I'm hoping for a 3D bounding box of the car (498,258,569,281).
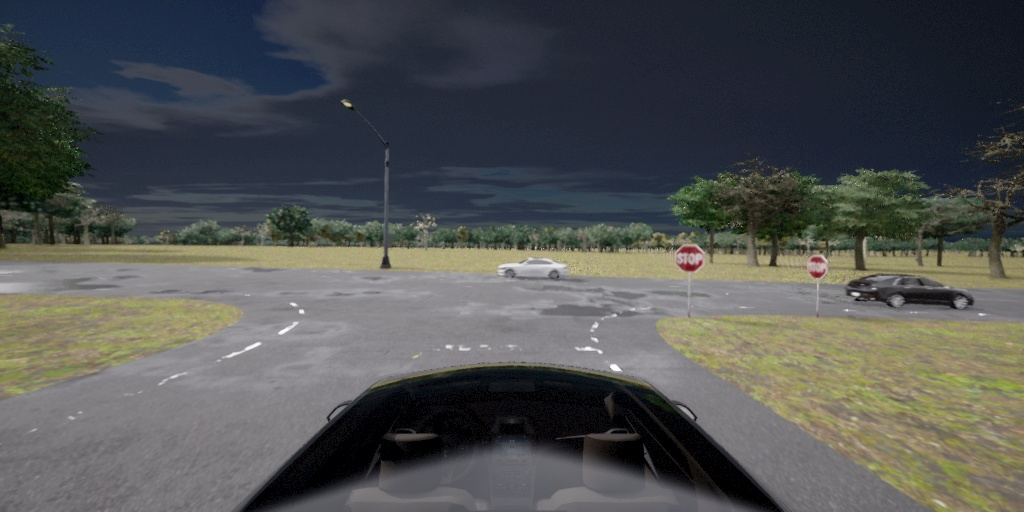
[{"bbox_3d":[1.442,0.826,23.949,4.674,1.442,1.812,2,2,0],"label":"car"}]

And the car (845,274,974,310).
[{"bbox_3d":[18.674,1.633,16.950,4.892,1.490,1.837,2,2,0],"label":"car"}]
